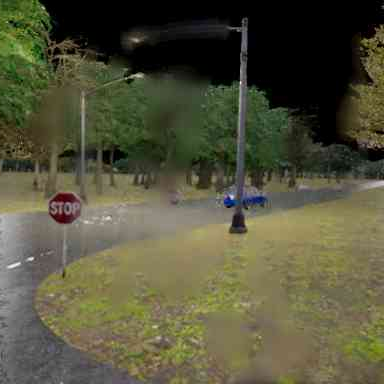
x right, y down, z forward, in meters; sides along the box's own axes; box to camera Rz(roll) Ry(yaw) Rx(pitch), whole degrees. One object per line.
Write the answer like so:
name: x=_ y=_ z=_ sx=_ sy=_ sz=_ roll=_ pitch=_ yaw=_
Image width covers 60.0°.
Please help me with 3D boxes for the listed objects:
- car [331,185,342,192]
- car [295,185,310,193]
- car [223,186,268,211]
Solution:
car: x=30.740 y=-0.719 z=70.563 sx=2.128 sy=1.511 sz=4.902 roll=3 pitch=4 yaw=28
car: x=22.133 y=-0.682 z=66.459 sx=1.812 sy=1.442 sz=4.674 roll=3 pitch=4 yaw=35
car: x=4.952 y=0.525 z=30.294 sx=2.150 sy=2.045 sz=5.566 roll=3 pitch=4 yaw=35
